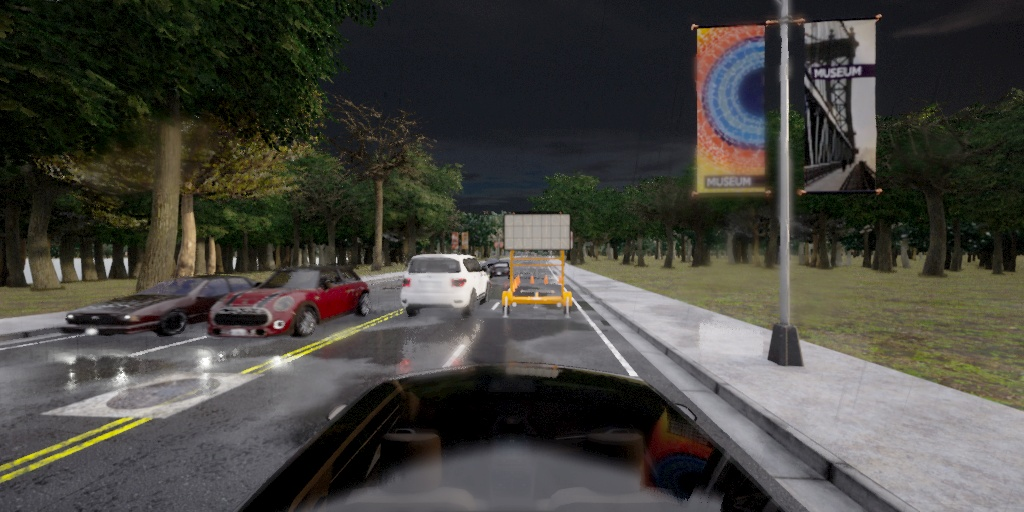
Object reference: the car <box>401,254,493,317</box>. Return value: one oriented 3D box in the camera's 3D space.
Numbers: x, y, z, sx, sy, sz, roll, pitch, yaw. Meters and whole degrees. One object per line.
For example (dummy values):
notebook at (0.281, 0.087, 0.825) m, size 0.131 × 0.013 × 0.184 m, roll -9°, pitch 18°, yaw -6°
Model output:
car at (-2.227, 0.963, 13.277) m, size 2.150 × 2.045 × 5.566 m, roll 0°, pitch 0°, yaw 4°

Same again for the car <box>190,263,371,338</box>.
car at (-5.905, 1.096, 10.177) m, size 2.097 × 1.767 × 4.553 m, roll 0°, pitch 0°, yaw 4°

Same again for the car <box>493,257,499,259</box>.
car at (-2.767, 1.008, 51.939) m, size 2.097 × 1.767 × 4.553 m, roll 0°, pitch 0°, yaw 5°

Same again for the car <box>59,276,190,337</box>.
car at (-9.136, 1.291, 10.600) m, size 2.033 × 1.411 × 5.357 m, roll 0°, pitch 0°, yaw 4°

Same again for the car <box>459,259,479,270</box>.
car at (-6.085, 1.184, 51.220) m, size 1.812 × 1.442 × 4.674 m, roll 0°, pitch 0°, yaw 5°

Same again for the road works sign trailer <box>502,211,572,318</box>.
road works sign trailer at (0.903, 0.206, 12.951) m, size 2.380 × 3.560 × 2.880 m, roll 0°, pitch 0°, yaw 4°

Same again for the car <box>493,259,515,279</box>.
car at (-0.862, 1.235, 31.679) m, size 1.812 × 1.442 × 4.674 m, roll 0°, pitch 0°, yaw 4°
